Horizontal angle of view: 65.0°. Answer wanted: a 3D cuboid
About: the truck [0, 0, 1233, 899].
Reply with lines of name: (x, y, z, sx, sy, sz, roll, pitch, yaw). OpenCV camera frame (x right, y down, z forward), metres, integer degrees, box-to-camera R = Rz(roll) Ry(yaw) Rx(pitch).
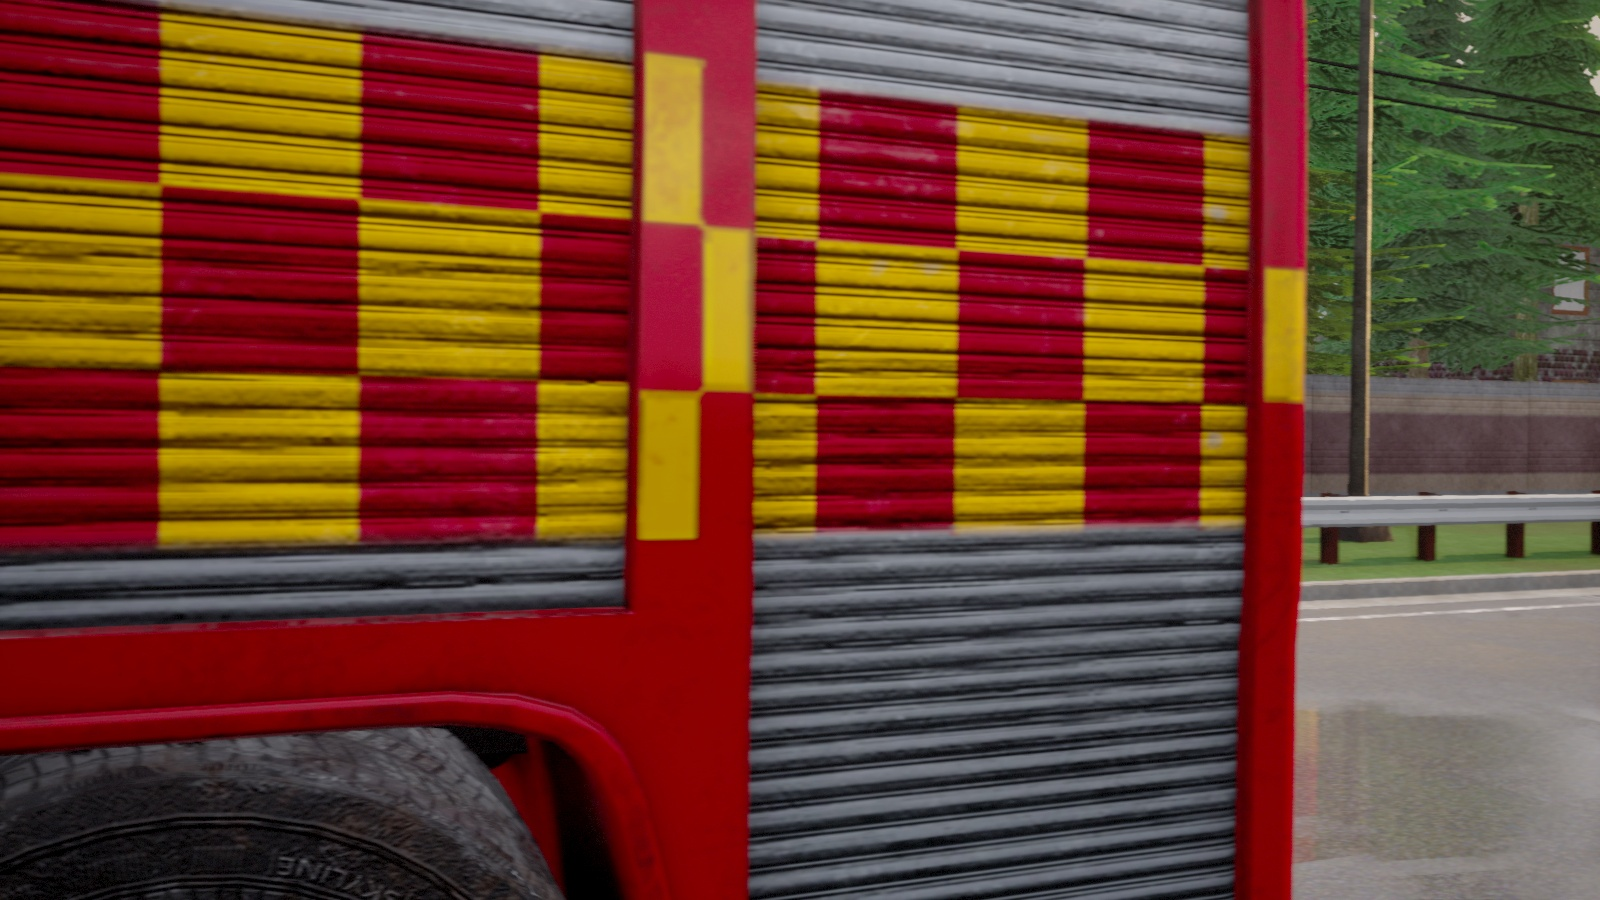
truck: (-3.812, -0.355, 1.778, 8.468, 3.827, 2.891, -1, 1, -21)
